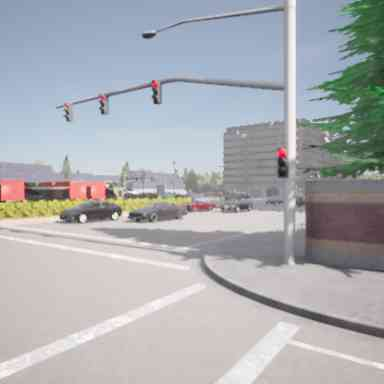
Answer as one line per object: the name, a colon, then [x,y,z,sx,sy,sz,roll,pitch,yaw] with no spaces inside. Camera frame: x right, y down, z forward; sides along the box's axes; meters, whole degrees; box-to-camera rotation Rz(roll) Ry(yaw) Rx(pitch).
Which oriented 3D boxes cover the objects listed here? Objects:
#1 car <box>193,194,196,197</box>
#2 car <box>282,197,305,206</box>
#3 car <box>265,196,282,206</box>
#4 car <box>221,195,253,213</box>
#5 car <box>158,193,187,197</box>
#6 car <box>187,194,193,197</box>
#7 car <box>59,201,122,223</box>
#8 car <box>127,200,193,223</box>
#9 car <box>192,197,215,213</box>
car: [-0.831,1.324,71.446,3.806,1.475,1.970,0,0,35]
car: [16.290,1.457,51.845,2.033,1.411,5.357,0,0,35]
car: [13.542,1.383,54.022,1.882,1.535,5.008,0,0,35]
car: [4.871,1.405,35.758,2.128,1.511,4.902,0,0,35]
car: [-4.031,1.084,66.876,4.605,1.855,1.932,0,0,35]
car: [-2.514,1.294,69.090,3.905,1.438,1.784,0,0,35]
car: [-7.338,1.418,24.494,1.837,1.490,4.892,0,0,35]
car: [-2.458,1.465,25.344,2.033,1.411,5.357,0,0,35]
car: [0.498,1.511,35.627,1.895,1.301,4.718,0,0,35]
